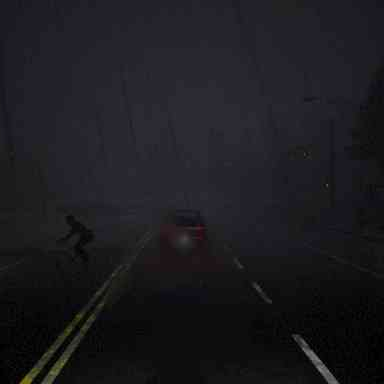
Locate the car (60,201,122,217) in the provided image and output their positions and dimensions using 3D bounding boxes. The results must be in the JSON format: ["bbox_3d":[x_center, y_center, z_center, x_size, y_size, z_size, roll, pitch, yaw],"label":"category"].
[{"bbox_3d":[-9.260,1.530,30.668,5.357,1.411,2.033,0,0,-2],"label":"car"}]

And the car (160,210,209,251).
[{"bbox_3d":[-0.325,1.491,14.102,2.128,1.511,4.902,0,0,-2],"label":"car"}]

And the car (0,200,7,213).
[{"bbox_3d":[-21.925,1.167,33.755,5.566,2.045,2.150,0,0,-2],"label":"car"}]

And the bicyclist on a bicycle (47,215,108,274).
[{"bbox_3d":[-3.150,1.455,9.091,1.656,1.620,0.582,-2,0,-2],"label":"bicyclist on a bicycle"}]

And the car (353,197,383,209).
[{"bbox_3d":[21.902,1.545,38.869,4.718,1.301,1.895,0,0,-2],"label":"car"}]

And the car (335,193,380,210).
[{"bbox_3d":[21.115,1.166,42.344,5.566,2.045,2.150,0,0,-2],"label":"car"}]
